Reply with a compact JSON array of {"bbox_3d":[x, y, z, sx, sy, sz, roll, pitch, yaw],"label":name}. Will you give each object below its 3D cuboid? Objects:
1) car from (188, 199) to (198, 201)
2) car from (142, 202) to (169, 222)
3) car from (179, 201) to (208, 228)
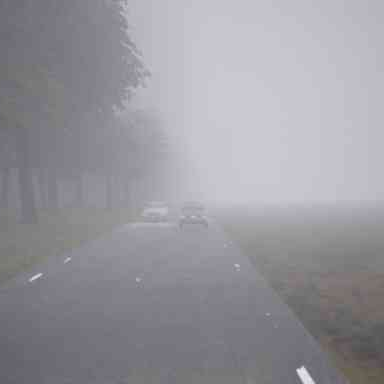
[{"bbox_3d":[0.088,1.602,42.124,1.994,1.385,4.181,0,0,0],"label":"car"},{"bbox_3d":[-2.856,1.540,26.716,1.812,1.442,4.674,0,0,0],"label":"car"},{"bbox_3d":[0.090,1.557,22.503,2.033,1.411,5.357,0,0,0],"label":"car"}]
